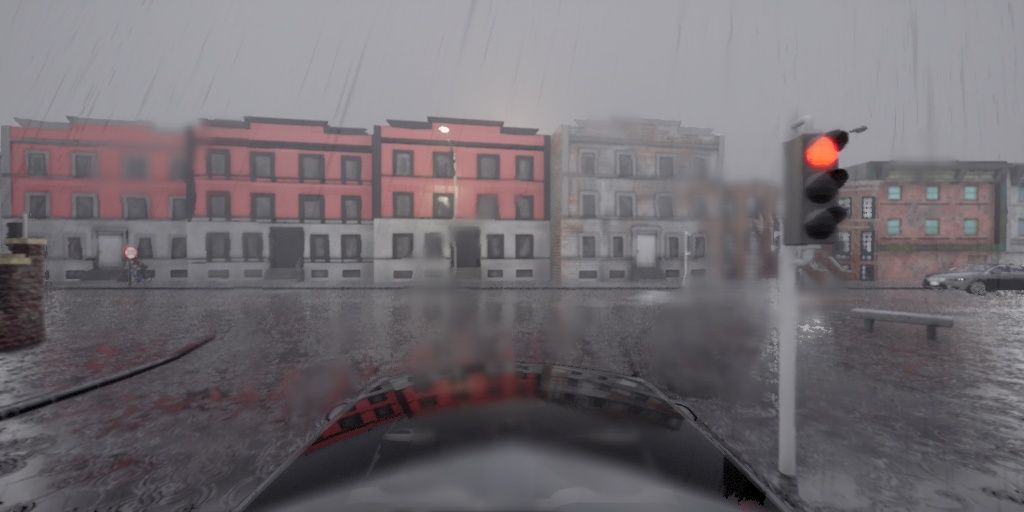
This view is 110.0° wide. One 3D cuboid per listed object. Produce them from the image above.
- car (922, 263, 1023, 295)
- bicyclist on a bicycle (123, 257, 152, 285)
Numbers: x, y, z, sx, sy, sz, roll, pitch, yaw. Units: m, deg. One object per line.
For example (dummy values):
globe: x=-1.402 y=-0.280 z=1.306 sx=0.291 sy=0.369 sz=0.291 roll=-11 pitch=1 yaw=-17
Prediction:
car: x=23.194 y=1.084 z=17.596 sx=4.902 sy=1.511 sz=2.128 roll=0 pitch=1 yaw=0
bicyclist on a bicycle: x=-22.697 y=0.899 z=21.759 sx=0.582 sy=1.620 sz=1.656 roll=0 pitch=1 yaw=0
